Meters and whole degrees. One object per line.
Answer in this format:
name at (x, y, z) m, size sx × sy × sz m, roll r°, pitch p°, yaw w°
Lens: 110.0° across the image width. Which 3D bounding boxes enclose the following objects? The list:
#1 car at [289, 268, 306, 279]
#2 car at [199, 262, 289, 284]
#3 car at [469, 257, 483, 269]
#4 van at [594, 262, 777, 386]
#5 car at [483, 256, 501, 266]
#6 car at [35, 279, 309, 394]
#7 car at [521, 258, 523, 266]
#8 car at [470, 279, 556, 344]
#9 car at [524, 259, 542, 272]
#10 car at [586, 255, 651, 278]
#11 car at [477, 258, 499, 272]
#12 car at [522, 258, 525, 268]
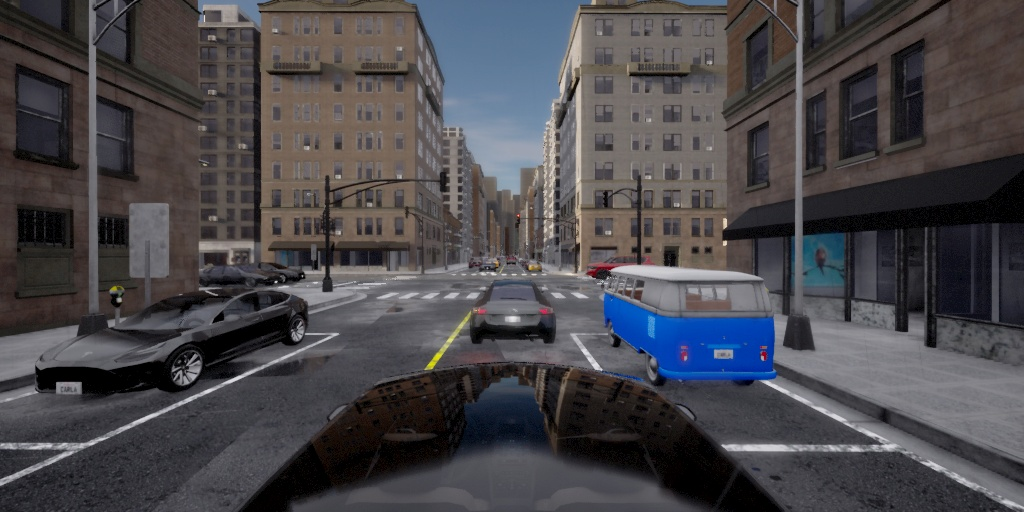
car at (-17.864, 1.230, 26.396) m, size 4.892 × 1.490 × 1.837 m, roll 0°, pitch 0°, yaw 0°
car at (-17.894, 1.281, 23.144) m, size 5.357 × 1.411 × 2.033 m, roll 0°, pitch 0°, yaw 0°
car at (-5.687, 1.050, 56.891) m, size 2.192 × 1.841 × 5.009 m, roll 0°, pitch 0°, yaw 0°
van at (2.883, 1.090, 6.712) m, size 1.690 × 1.789 × 3.998 m, roll 0°, pitch 0°, yaw 0°
car at (-3.103, 1.214, 56.259) m, size 1.882 × 1.535 × 5.008 m, roll 0°, pitch 0°, yaw 0°
car at (-5.642, 1.315, 6.756) m, size 1.948 × 1.339 × 4.313 m, roll 0°, pitch 0°, yaw 0°
car at (2.838, 1.286, 56.954) m, size 2.007 × 1.370 × 4.403 m, roll 0°, pitch 0°, yaw 0°
car at (0.044, 1.314, 9.636) m, size 1.994 × 1.385 × 4.181 m, roll 0°, pitch 0°, yaw 1°
car at (2.920, 1.267, 46.072) m, size 1.751 × 1.417 × 4.829 m, roll 0°, pitch 0°, yaw 0°
car at (9.021, 0.966, 29.992) m, size 5.566 × 2.045 × 2.150 m, roll 0°, pitch 0°, yaw 0°
car at (-3.036, 1.306, 45.866) m, size 1.994 × 1.385 × 4.181 m, roll 0°, pitch 0°, yaw -1°
car at (2.880, 1.179, 51.428) m, size 1.967 × 1.591 × 4.097 m, roll 0°, pitch 0°, yaw 0°
